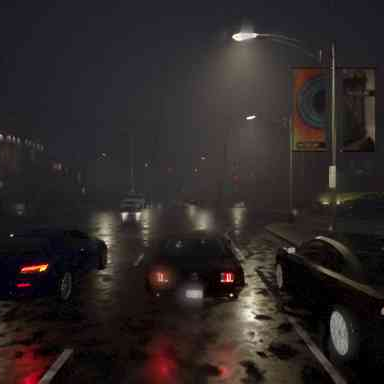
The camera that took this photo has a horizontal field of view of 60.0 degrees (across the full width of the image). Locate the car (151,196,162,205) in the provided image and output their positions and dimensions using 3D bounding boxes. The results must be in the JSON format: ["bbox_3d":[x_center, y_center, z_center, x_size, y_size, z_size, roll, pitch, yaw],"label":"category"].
[{"bbox_3d":[-5.860,1.526,59.590,1.812,1.442,4.674,0,0,15],"label":"car"}]

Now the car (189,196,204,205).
[{"bbox_3d":[0.951,1.601,58.219,1.895,1.301,4.718,0,0,10],"label":"car"}]

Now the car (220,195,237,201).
[{"bbox_3d":[9.322,1.478,84.453,5.008,1.535,1.882,0,0,-40],"label":"car"}]

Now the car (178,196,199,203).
[{"bbox_3d":[-0.708,1.540,72.935,2.033,1.411,5.357,0,0,30],"label":"car"}]

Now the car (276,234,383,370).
[{"bbox_3d":[2.904,1.480,5.910,2.097,1.535,5.008,0,0,0],"label":"car"}]

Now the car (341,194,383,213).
[{"bbox_3d":[19.493,1.220,36.600,5.566,2.045,2.150,0,0,0],"label":"car"}]

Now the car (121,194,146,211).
[{"bbox_3d":[-7.043,1.224,40.610,2.150,2.045,5.566,0,0,1],"label":"car"}]

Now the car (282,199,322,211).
[{"bbox_3d":[13.298,1.526,40.210,4.674,1.442,1.812,0,0,2],"label":"car"}]

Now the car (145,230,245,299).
[{"bbox_3d":[0.069,1.601,8.375,1.895,1.301,4.718,0,0,1],"label":"car"}]

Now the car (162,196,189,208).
[{"bbox_3d":[-2.442,1.526,47.970,1.812,1.442,4.674,-1,0,-21],"label":"car"}]

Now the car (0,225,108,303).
[{"bbox_3d":[-3.434,1.526,8.052,1.812,1.442,4.674,0,0,0],"label":"car"}]
